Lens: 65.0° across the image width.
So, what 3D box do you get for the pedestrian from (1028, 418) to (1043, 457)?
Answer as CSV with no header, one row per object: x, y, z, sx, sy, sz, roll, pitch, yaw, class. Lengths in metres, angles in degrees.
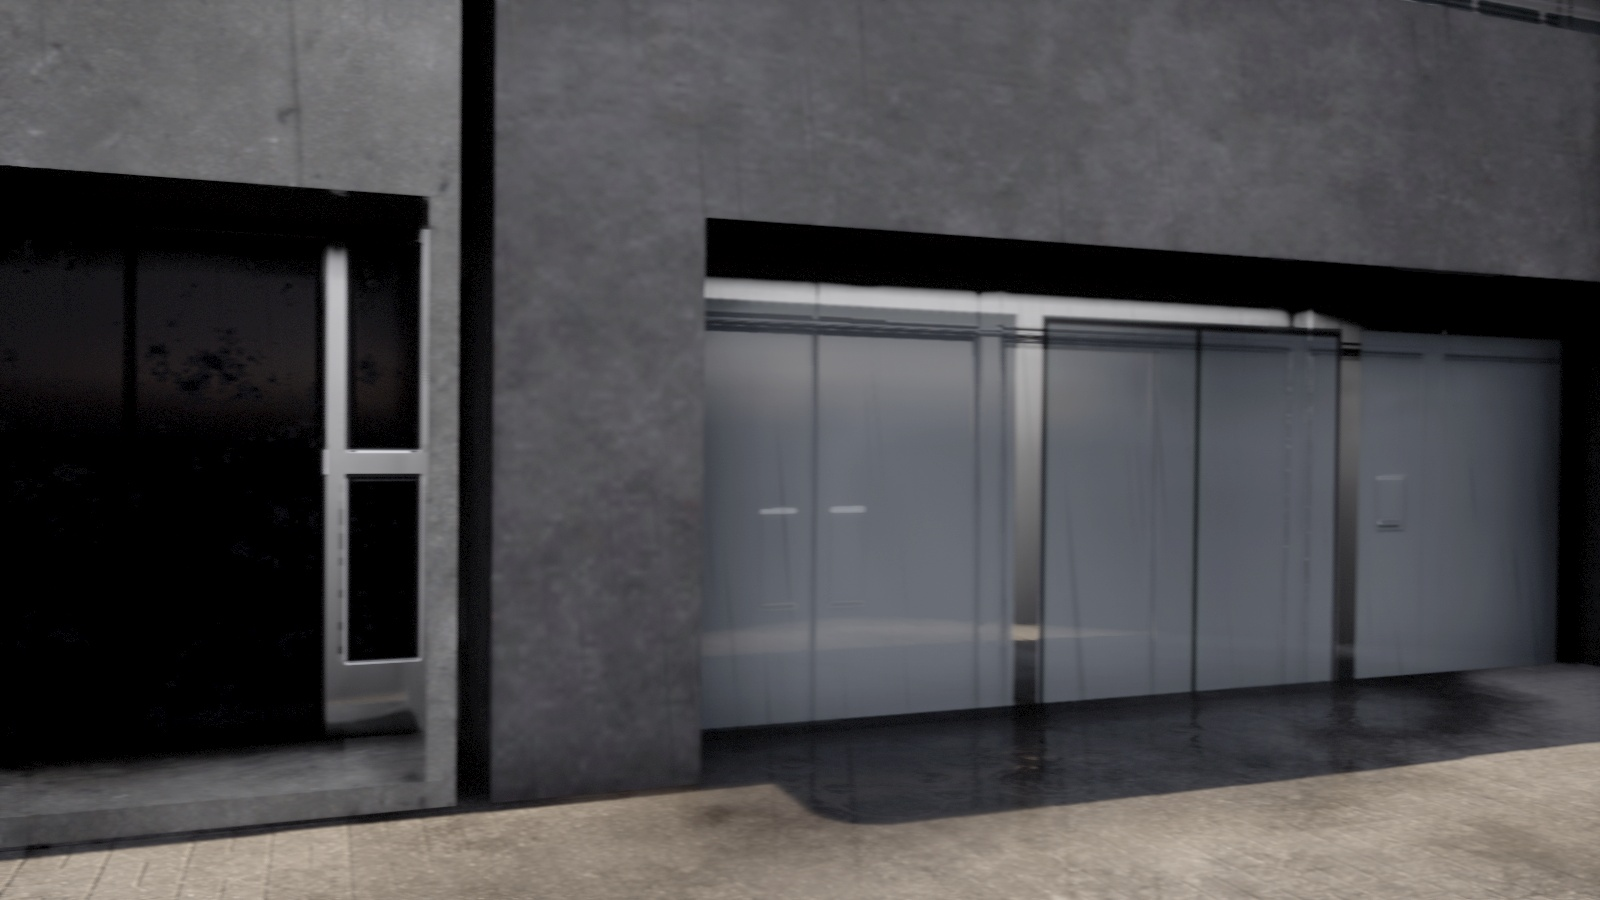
11.740,-0.648,62.648,0.396,1.930,0.692,-1,1,-22,pedestrian
